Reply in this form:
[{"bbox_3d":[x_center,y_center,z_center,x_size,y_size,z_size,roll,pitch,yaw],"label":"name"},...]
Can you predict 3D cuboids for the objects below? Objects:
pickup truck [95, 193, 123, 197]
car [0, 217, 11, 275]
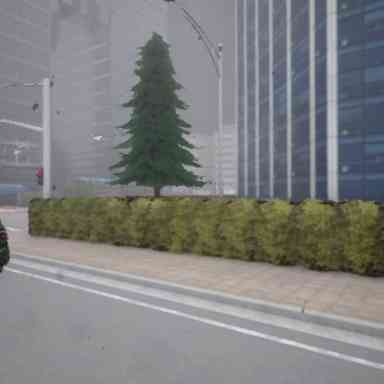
[{"bbox_3d":[-15.122,1.295,61.464,6.274,2.098,2.390,0,0,-24],"label":"pickup truck"},{"bbox_3d":[-7.167,1.275,9.086,5.566,2.045,2.150,0,0,36],"label":"car"}]
